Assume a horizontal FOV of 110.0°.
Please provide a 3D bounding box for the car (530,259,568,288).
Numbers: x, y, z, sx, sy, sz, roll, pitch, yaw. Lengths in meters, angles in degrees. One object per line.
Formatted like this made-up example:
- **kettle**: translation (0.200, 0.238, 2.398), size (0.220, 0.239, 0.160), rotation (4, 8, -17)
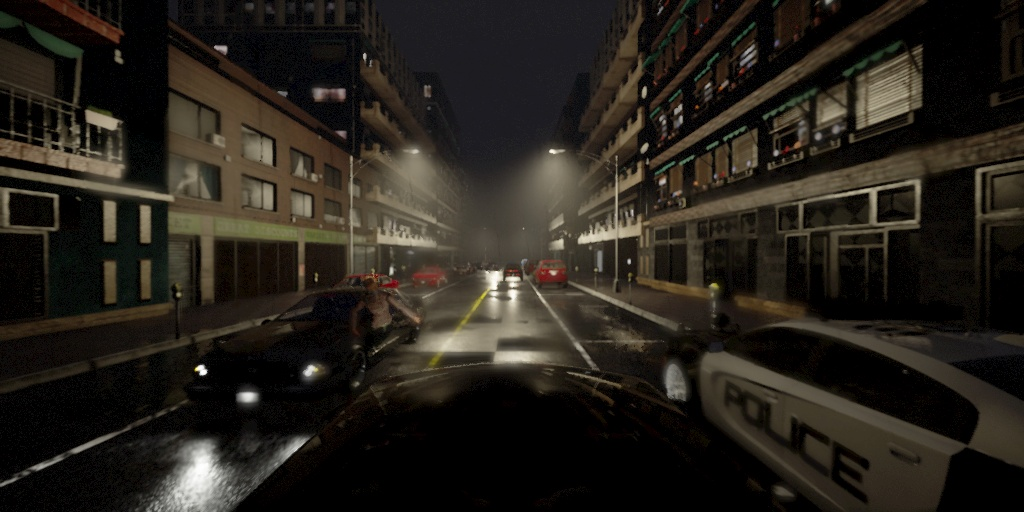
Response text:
- **car**: translation (2.691, 1.221, 25.145), size (2.192, 1.841, 5.009), rotation (0, 0, 0)

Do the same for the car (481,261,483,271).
- **car**: translation (-5.687, 1.718, 59.256), size (1.948, 1.339, 4.313), rotation (0, 0, 0)

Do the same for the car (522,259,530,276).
- **car**: translation (2.692, 1.342, 42.199), size (2.192, 1.841, 5.009), rotation (0, 0, 0)

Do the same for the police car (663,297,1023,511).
- **police car**: translation (3.001, 1.184, 3.074), size (1.930, 1.638, 5.238), rotation (0, 0, 0)

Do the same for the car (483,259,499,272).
- **car**: translation (-3.054, 1.651, 55.789), size (1.812, 1.442, 4.674), rotation (0, -1, 0)

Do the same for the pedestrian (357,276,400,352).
- **pedestrian**: translation (-2.030, 1.144, 5.554), size (0.375, 1.860, 0.375), rotation (4, 22, 4)

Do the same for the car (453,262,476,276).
- **car**: translation (-5.688, 1.467, 42.203), size (1.967, 1.591, 4.097), rotation (0, 0, 0)

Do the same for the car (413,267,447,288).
- **car**: translation (-5.690, 1.451, 25.149), size (1.888, 1.381, 4.507), rotation (0, 0, 0)

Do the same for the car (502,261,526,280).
- **car**: translation (0.097, 1.476, 34.199), size (1.837, 1.490, 4.892), rotation (0, 0, 0)

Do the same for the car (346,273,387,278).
- **car**: translation (-5.691, 1.373, 13.780), size (1.888, 1.381, 4.507), rotation (0, 0, 0)

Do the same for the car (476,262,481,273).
- **car**: translation (-5.688, 1.613, 47.887), size (1.888, 1.381, 4.507), rotation (0, 0, 0)

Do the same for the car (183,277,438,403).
- **car**: translation (-3.131, 1.330, 6.989), size (2.033, 1.411, 5.357), rotation (0, 0, 1)
